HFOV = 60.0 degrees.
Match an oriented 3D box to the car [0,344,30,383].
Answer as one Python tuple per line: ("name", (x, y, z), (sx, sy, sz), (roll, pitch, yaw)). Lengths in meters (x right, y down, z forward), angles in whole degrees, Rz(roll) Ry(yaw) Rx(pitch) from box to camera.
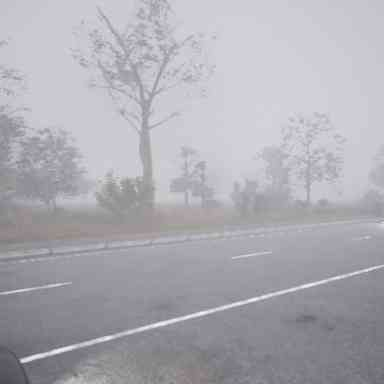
("car", (-2.957, 1.562, 1.590), (4.181, 1.385, 1.994), (0, 0, -36))
